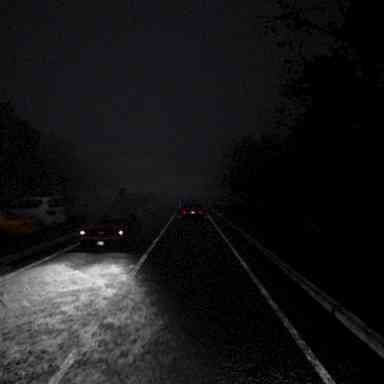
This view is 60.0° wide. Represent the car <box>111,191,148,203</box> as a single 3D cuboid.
[{"bbox_3d":[-10.213,0.989,54.425,4.792,1.488,2.163,0,0,0],"label":"car"}]

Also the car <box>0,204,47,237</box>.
[{"bbox_3d":[-10.323,1.544,16.284,5.366,1.575,1.946,0,0,0],"label":"car"}]

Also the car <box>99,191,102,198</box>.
[{"bbox_3d":[-23.220,0.777,73.811,5.008,1.535,2.097,0,1,0],"label":"car"}]

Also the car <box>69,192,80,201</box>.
[{"bbox_3d":[-23.298,0.983,59.866,4.674,1.452,2.002,0,0,0],"label":"car"}]

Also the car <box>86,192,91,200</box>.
[{"bbox_3d":[-23.452,0.903,65.571,5.366,1.575,1.946,0,1,0],"label":"car"}]

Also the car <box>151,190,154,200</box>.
[{"bbox_3d":[-10.195,0.933,62.774,5.008,1.535,2.097,0,1,0],"label":"car"}]

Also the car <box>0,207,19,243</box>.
[{"bbox_3d":[-10.156,1.533,13.507,4.892,1.521,2.231,0,0,0],"label":"car"}]

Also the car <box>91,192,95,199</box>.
[{"bbox_3d":[-23.438,0.870,68.366,5.366,1.575,1.946,0,1,0],"label":"car"}]

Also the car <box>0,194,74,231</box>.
[{"bbox_3d":[-10.155,1.310,19.061,5.566,2.045,2.435,0,0,0],"label":"car"}]

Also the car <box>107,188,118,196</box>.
[{"bbox_3d":[-22.970,0.368,87.747,5.366,1.575,1.946,0,2,0],"label":"car"}]

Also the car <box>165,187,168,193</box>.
[{"bbox_3d":[-10.041,0.145,93.427,5.008,1.535,2.097,0,2,0],"label":"car"}]

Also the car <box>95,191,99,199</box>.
[{"bbox_3d":[-23.210,0.862,71.021,4.792,1.488,2.163,0,1,0],"label":"car"}]

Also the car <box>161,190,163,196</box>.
[{"bbox_3d":[-10.088,0.669,79.504,4.792,1.488,2.163,0,2,0],"label":"car"}]

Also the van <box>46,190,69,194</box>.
[{"bbox_3d":[-23.196,0.732,54.406,4.442,1.987,1.878,1,0,0],"label":"van"}]

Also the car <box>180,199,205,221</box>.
[{"bbox_3d":[0.040,1.542,26.691,2.033,1.411,5.357,0,0,0],"label":"car"}]

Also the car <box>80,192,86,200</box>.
[{"bbox_3d":[-23.309,0.959,62.778,4.792,1.488,2.163,0,0,0],"label":"car"}]

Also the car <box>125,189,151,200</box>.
[{"bbox_3d":[-10.246,0.821,59.995,4.553,1.767,2.185,0,0,0],"label":"car"}]

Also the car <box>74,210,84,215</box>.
[{"bbox_3d":[-10.120,1.575,21.835,5.008,1.535,2.097,0,0,0],"label":"car"}]

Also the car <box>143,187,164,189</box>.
[{"bbox_3d":[-10.120,0.343,85.072,4.553,1.767,2.185,0,2,0],"label":"car"}]

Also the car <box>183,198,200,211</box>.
[{"bbox_3d":[-0.030,1.542,42.901,2.033,1.411,5.357,0,0,0],"label":"car"}]

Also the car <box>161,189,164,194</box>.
[{"bbox_3d":[-10.132,0.587,82.291,4.792,1.488,2.163,0,2,0],"label":"car"}]

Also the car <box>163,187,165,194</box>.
[{"bbox_3d":[-10.106,0.243,87.850,4.553,1.767,2.185,0,2,0],"label":"car"}]

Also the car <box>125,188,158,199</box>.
[{"bbox_3d":[-10.215,0.658,65.566,5.566,2.045,2.435,0,1,0],"label":"car"}]

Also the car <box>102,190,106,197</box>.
[{"bbox_3d":[-23.206,0.713,76.601,5.008,1.535,2.097,0,1,0],"label":"car"}]

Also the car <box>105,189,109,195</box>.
[{"bbox_3d":[-23.191,0.638,79.518,4.892,1.521,2.231,0,1,0],"label":"car"}]

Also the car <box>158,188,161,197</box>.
[{"bbox_3d":[-10.099,0.587,76.713,4.553,1.767,2.185,0,1,0],"label":"car"}]

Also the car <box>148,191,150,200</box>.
[{"bbox_3d":[-10.258,0.983,57.209,4.792,1.488,2.163,0,0,0],"label":"car"}]

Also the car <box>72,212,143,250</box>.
[{"bbox_3d":[-3.372,1.592,14.533,1.895,1.301,4.718,0,0,0],"label":"car"}]
